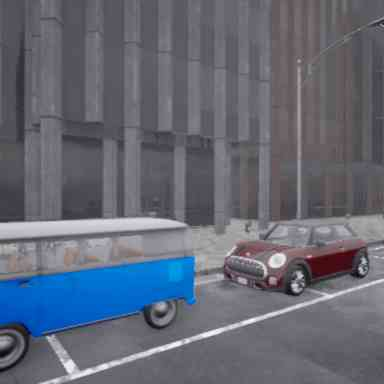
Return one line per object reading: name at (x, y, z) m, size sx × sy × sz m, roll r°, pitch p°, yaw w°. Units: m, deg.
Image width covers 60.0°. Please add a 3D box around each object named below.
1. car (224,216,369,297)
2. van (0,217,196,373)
car at (2.758, 1.474, 8.623) m, size 4.097 × 1.590 × 1.967 m, roll 0°, pitch 0°, yaw -36°
van at (-1.829, 1.348, 5.348) m, size 3.998 × 1.788 × 1.690 m, roll 0°, pitch 0°, yaw -36°
